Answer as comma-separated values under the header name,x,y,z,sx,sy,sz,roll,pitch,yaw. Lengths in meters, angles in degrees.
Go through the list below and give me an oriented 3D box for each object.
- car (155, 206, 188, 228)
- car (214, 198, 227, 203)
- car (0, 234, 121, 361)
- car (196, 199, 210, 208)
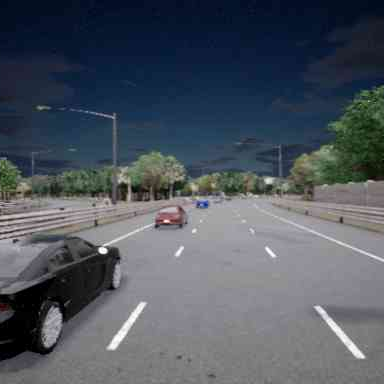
name,x,y,z,sx,sy,sz,roll,pitch,yaw
car,-1.392,1.688,23.190,1.812,1.442,4.674,0,0,5
car,6.500,2.063,81.365,2.033,1.411,5.357,0,0,12
car,-2.820,1.536,6.278,1.882,1.535,5.008,0,0,5
car,1.864,1.840,54.460,1.882,1.535,5.008,-1,0,8
